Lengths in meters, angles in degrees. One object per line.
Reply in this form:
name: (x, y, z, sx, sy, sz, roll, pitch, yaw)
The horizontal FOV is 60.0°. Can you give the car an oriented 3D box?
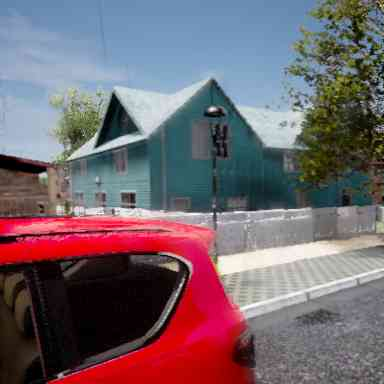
car: (-2.111, 1.222, 1.564, 5.566, 2.045, 2.150, 0, 0, -35)
